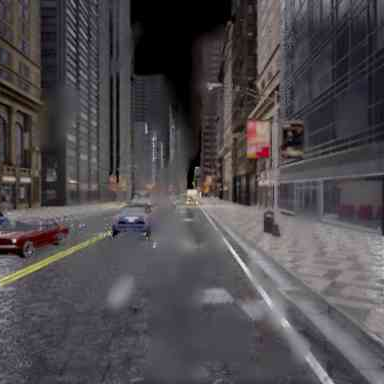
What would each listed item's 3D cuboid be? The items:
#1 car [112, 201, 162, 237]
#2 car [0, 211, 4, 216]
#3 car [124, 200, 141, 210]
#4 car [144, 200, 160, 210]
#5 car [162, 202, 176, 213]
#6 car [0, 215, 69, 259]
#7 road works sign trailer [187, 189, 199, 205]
[{"bbox_3d":[-3.149,1.516,19.363,2.097,1.767,4.553,0,-1,0],"label":"car"},{"bbox_3d":[-9.846,1.472,14.354,2.097,1.767,4.553,0,-1,0],"label":"car"},{"bbox_3d":[-9.794,2.101,54.813,1.994,1.385,4.181,0,-1,1],"label":"car"},{"bbox_3d":[-6.544,2.101,54.811,1.994,1.385,4.181,0,-1,1],"label":"car"},{"bbox_3d":[-3.145,1.979,43.370,1.994,1.385,4.181,0,-1,0],"label":"car"},{"bbox_3d":[-6.598,1.710,13.151,1.895,1.301,4.718,0,-1,0],"label":"car"},{"bbox_3d":[0.077,1.185,75.571,2.380,3.560,2.880,0,0,0],"label":"road works sign trailer"}]
